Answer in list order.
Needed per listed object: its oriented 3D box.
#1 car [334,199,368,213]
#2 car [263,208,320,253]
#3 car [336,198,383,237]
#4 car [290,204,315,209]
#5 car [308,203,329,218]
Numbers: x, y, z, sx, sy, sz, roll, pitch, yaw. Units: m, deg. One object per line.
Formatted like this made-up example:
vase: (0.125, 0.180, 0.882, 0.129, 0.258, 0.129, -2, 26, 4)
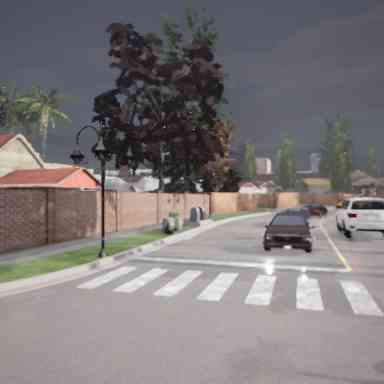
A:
car: (20.318, 1.724, 42.329, 5.008, 1.535, 1.882, 0, -1, -39)
car: (4.324, 1.652, 14.696, 2.033, 1.411, 5.357, -1, -1, 18)
car: (9.379, 1.325, 18.400, 2.150, 2.045, 5.566, -1, -1, 18)
car: (7.458, 1.766, 23.685, 1.895, 1.301, 4.718, -1, -1, 22)
car: (12.152, 1.785, 33.048, 1.994, 1.385, 4.181, -1, -1, 35)
